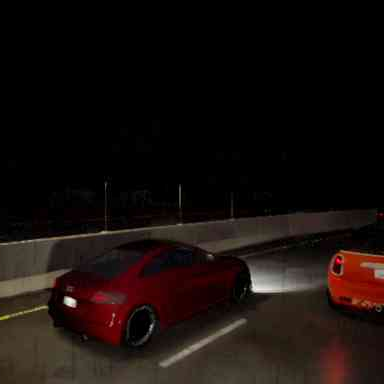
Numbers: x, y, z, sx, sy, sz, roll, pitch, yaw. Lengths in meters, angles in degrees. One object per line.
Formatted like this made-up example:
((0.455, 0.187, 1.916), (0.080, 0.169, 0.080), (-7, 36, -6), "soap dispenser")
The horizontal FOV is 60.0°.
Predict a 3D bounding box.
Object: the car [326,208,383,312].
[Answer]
((4.645, 1.401, 7.116), (2.097, 1.767, 4.553), (-1, -1, 42), "car")

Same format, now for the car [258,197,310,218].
((9.678, 1.526, 34.821), (5.566, 2.045, 2.150), (0, -1, -34), "car")

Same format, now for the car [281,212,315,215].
((10.772, 1.754, 31.289), (4.902, 1.511, 2.128), (0, -1, -35), "car")

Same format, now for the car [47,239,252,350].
((-0.553, 1.636, 6.560), (1.994, 1.385, 4.181), (-1, -1, 40), "car")

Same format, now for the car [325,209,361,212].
((14.353, 1.729, 29.509), (4.892, 1.490, 1.837), (0, -1, -34), "car")

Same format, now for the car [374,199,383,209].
((13.002, 1.352, 19.685), (5.566, 2.045, 2.150), (0, -1, -39), "car")
